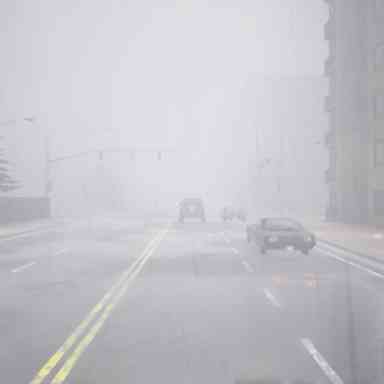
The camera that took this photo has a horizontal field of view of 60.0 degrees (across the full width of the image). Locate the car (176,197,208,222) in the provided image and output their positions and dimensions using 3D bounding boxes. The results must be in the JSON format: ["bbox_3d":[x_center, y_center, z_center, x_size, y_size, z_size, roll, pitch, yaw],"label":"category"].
[{"bbox_3d":[-0.001,1.489,29.025,2.150,2.045,5.566,0,0,0],"label":"car"}]

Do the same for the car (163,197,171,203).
[{"bbox_3d":[-7.006,2.230,94.277,2.097,1.767,4.553,0,-1,0],"label":"car"}]

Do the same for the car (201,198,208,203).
[{"bbox_3d":[3.494,2.458,94.800,1.895,1.301,4.718,0,-1,0],"label":"car"}]

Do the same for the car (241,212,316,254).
[{"bbox_3d":[3.501,1.734,14.109,1.895,1.301,4.718,0,0,0],"label":"car"}]

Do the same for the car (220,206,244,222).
[{"bbox_3d":[3.500,1.874,29.108,1.895,1.301,4.718,0,0,0],"label":"car"}]

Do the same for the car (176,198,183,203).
[{"bbox_3d":[-3.506,2.469,94.215,1.895,1.301,4.718,0,-1,0],"label":"car"}]

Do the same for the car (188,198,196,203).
[{"bbox_3d":[-0.006,2.397,94.473,2.033,1.411,5.357,0,-1,0],"label":"car"}]
